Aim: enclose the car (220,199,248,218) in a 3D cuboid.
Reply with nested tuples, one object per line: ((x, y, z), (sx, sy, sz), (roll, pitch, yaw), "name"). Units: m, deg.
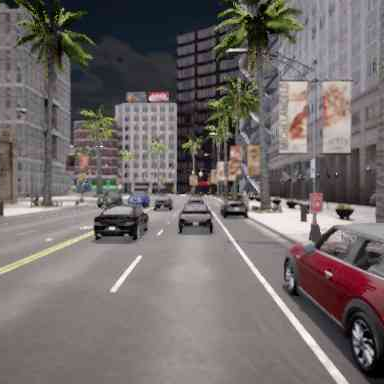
((3.406, 1.302, 27.590), (2.161, 1.482, 4.786), (0, 0, 0), "car")

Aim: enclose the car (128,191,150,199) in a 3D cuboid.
((-6.633, 0.886, 41.798), (2.150, 2.045, 5.566), (0, 0, 1), "car")

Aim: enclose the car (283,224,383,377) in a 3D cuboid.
((3.098, 1.310, 5.660), (2.185, 1.767, 4.553), (0, 0, 0), "car")

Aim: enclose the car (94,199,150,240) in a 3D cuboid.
((-3.313, 1.352, 16.356), (1.882, 1.535, 5.008), (0, 0, 1), "car")

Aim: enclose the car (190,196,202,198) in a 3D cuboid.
((0.417, 1.221, 36.951), (1.837, 1.490, 4.892), (0, 0, 1), "car")

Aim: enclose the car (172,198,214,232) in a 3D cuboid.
((0.220, 1.347, 19.057), (2.128, 1.511, 4.902), (0, 1, 1), "car")

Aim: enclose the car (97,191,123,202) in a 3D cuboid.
((-10.137, 0.896, 41.657), (2.150, 2.045, 5.566), (0, 0, 1), "car")

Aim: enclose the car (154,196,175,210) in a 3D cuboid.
((-3.083, 1.220, 37.200), (1.837, 1.490, 4.892), (0, 0, 1), "car")
